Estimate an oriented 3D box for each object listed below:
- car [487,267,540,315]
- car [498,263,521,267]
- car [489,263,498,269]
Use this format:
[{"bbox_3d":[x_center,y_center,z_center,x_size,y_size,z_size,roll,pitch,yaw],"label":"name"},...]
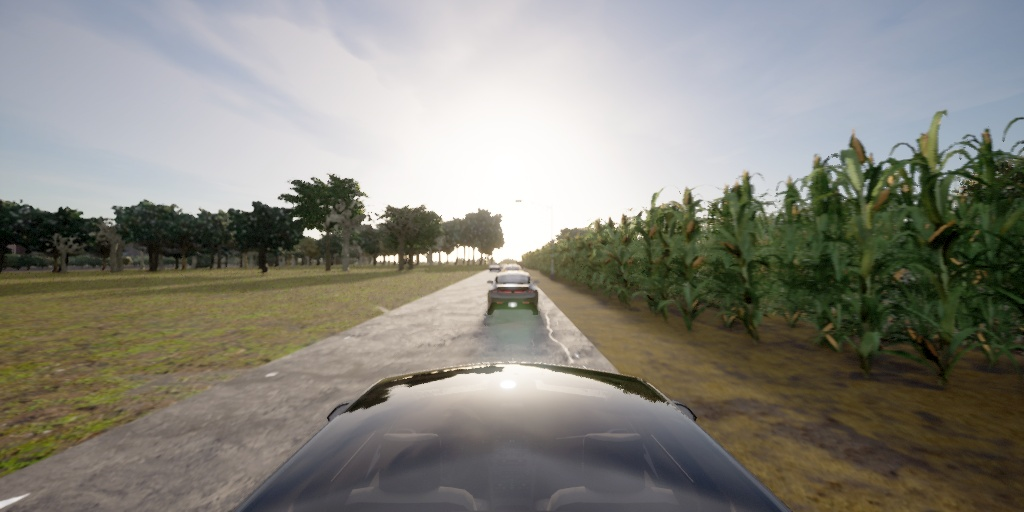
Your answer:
[{"bbox_3d":[0.046,1.375,14.287,1.837,1.490,4.892,0,0,0],"label":"car"},{"bbox_3d":[0.057,1.503,30.508,1.882,1.535,5.008,0,0,1],"label":"car"},{"bbox_3d":[-2.798,1.868,59.489,2.033,1.411,5.357,0,-1,1],"label":"car"}]
